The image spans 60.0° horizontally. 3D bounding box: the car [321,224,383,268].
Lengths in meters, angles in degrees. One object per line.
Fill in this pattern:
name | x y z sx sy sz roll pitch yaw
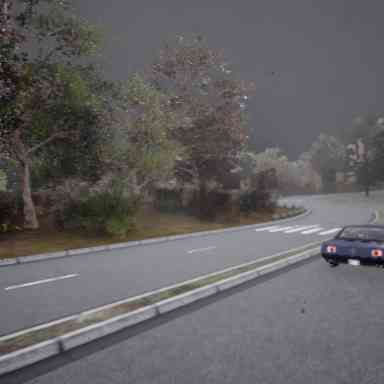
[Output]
car | 6.060 1.720 11.115 1.895 1.301 4.718 -2 -1 41
